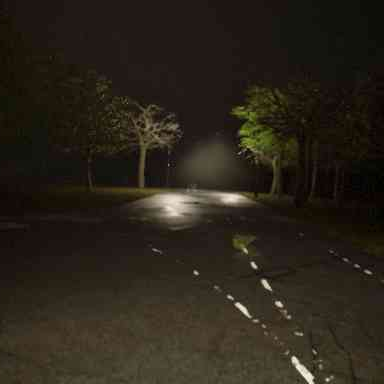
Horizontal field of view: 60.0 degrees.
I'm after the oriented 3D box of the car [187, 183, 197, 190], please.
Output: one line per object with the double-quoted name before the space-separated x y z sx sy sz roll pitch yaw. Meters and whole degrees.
"car" 0.049 -1.222 77.812 1.837 1.490 4.892 3 2 7
